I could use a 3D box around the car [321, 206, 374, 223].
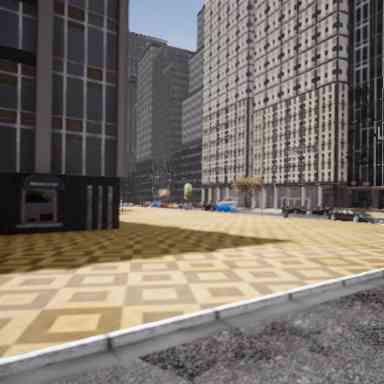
[{"bbox_3d":[14.981,2.183,31.614,2.008,1.369,4.403,0,-1,-25],"label":"car"}]

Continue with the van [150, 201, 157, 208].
[{"bbox_3d":[-8.476,3.099,82.734,1.690,1.788,3.998,0,-1,-25],"label":"van"}]

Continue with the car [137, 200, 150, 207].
[{"bbox_3d":[-13.166,3.537,92.953,1.887,1.381,4.507,0,-1,-25],"label":"car"}]

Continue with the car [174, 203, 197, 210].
[{"bbox_3d":[-1.438,2.962,67.396,2.008,1.369,4.403,0,-1,-25],"label":"car"}]

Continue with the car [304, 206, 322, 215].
[{"bbox_3d":[17.906,2.560,45.330,1.947,1.339,4.313,0,-1,-25],"label":"car"}]

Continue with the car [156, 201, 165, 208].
[{"bbox_3d":[-6.129,3.187,77.619,1.887,1.381,4.507,0,-1,-25],"label":"car"}]

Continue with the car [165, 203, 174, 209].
[{"bbox_3d":[-3.714,3.048,72.354,1.752,1.417,4.829,0,-1,-25],"label":"car"}]

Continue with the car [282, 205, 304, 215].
[{"bbox_3d":[15.560,2.670,50.442,1.947,1.339,4.313,0,-1,-25],"label":"car"}]

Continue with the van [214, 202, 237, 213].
[{"bbox_3d":[5.597,2.413,52.066,1.690,1.788,3.998,0,-1,-25],"label":"van"}]

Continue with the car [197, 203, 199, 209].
[{"bbox_3d":[1.487,3.367,81.111,1.802,1.307,4.206,0,-1,-25],"label":"car"}]

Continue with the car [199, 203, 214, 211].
[{"bbox_3d":[3.779,2.804,62.498,1.882,1.535,5.008,1,-2,-24],"label":"car"}]
